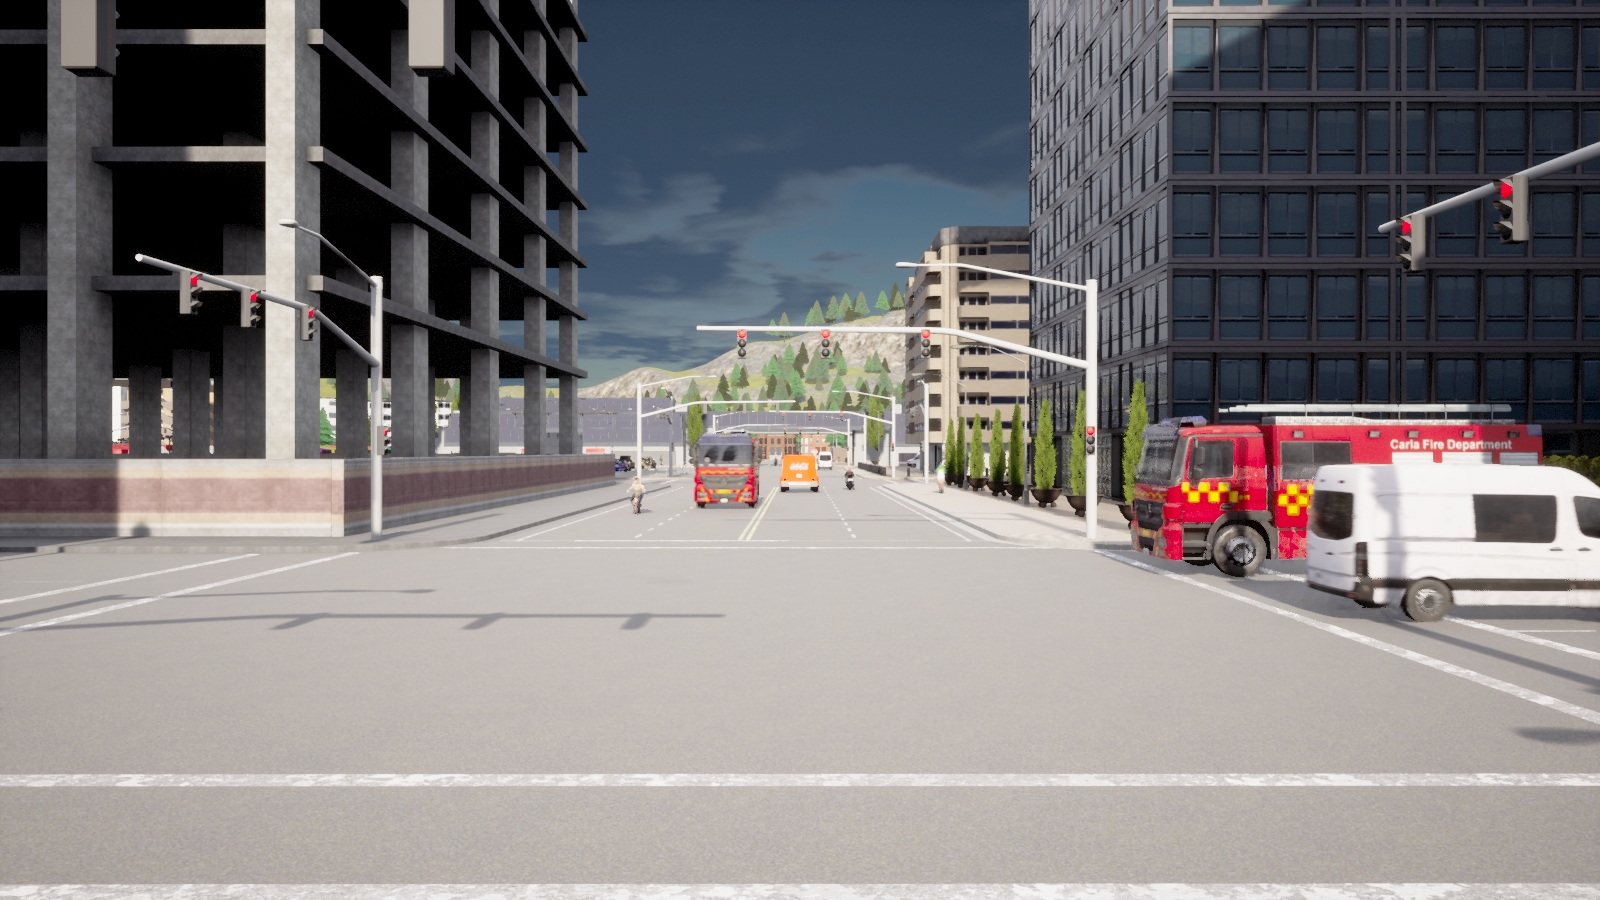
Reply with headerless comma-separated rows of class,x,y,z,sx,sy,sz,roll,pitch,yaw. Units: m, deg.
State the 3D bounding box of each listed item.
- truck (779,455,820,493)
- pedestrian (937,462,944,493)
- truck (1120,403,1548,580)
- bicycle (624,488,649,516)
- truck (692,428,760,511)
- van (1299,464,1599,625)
truck,-0.023,1.564,76.782,2.627,2.467,5.204,0,0,0
pedestrian,8.584,1.693,69.650,0.375,1.860,0.375,0,0,-1
truck,11.970,0.889,26.163,8.468,3.827,2.891,0,0,-1
bicycle,-7.026,2.230,49.113,0.859,1.126,1.487,0,0,0
truck,-3.523,0.887,56.503,2.891,3.827,8.468,0,0,0
van,11.862,1.533,19.398,5.915,2.561,1.988,0,0,-1
